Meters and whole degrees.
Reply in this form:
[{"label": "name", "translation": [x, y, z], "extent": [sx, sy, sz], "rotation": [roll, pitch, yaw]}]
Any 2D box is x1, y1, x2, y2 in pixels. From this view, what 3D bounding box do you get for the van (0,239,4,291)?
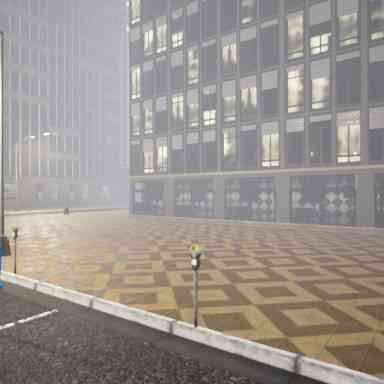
[{"label": "van", "translation": [-5.626, 1.342, 7.003], "extent": [3.998, 1.788, 1.690], "rotation": [0, 0, 36]}]
